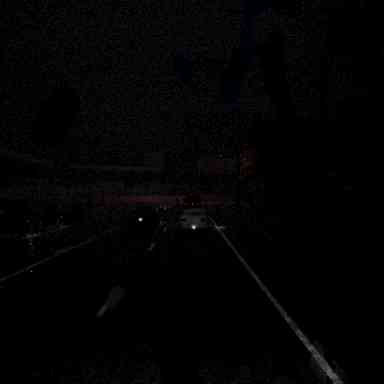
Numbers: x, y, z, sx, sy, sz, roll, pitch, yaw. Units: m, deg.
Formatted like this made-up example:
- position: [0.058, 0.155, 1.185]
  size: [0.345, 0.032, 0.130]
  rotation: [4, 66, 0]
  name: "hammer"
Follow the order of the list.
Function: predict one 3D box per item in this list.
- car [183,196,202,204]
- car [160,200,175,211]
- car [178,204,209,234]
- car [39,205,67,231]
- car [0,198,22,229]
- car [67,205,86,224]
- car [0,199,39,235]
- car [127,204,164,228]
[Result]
- position: [0.085, 1.512, 41.868]
  size: [2.150, 2.045, 5.566]
  rotation: [0, 0, 0]
  name: "car"
- position: [-3.416, 1.834, 44.799]
  size: [1.812, 1.442, 4.674]
  rotation: [0, 0, 0]
  name: "car"
- position: [0.097, 1.726, 20.760]
  size: [1.812, 1.442, 4.674]
  rotation: [0, 0, 0]
  name: "car"
- position: [-10.503, 1.761, 22.563]
  size: [1.837, 1.490, 4.892]
  rotation: [0, 0, 0]
  name: "car"
- position: [-14.003, 1.483, 22.528]
  size: [2.150, 2.045, 5.566]
  rotation: [0, 0, 0]
  name: "car"
- position: [-10.503, 1.803, 27.740]
  size: [2.033, 1.411, 5.357]
  rotation: [0, 0, 0]
  name: "car"
- position: [-10.503, 1.426, 17.325]
  size: [2.150, 2.045, 5.566]
  rotation: [0, 0, 0]
  name: "car"
- position: [-3.402, 1.788, 23.974]
  size: [1.994, 1.385, 4.181]
  rotation: [0, 0, 0]
  name: "car"
